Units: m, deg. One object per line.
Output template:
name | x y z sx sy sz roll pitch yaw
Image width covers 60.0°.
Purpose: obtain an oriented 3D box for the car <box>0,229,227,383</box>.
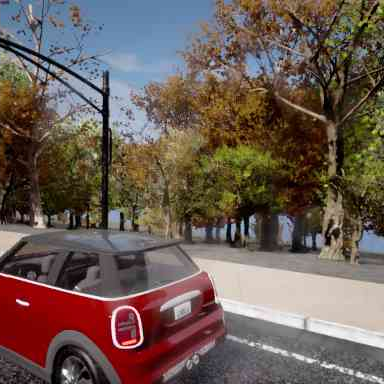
car | -1.832 1.351 4.992 4.553 1.767 2.097 0 0 36
